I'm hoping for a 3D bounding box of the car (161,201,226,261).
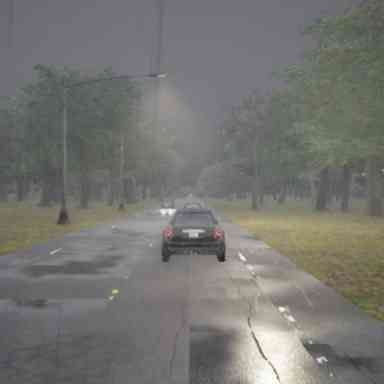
[{"bbox_3d":[0.067,1.389,12.628,2.097,1.767,4.553,0,0,0],"label":"car"}]

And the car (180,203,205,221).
[{"bbox_3d":[0.069,1.656,28.561,1.994,1.385,4.181,0,0,0],"label":"car"}]

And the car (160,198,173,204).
[{"bbox_3d":[-3.590,1.723,49.621,2.128,1.511,4.902,0,0,0],"label":"car"}]
